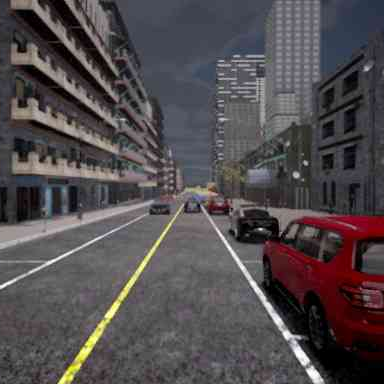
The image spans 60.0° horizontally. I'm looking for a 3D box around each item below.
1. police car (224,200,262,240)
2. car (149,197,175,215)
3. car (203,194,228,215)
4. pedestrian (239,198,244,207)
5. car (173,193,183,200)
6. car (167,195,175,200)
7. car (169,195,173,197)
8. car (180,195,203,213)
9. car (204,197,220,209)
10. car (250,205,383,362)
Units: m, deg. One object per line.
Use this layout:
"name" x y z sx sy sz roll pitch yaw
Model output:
"police car" 2.996 1.415 17.105 1.930 1.638 5.238 0 0 0
"car" -3.103 1.541 33.133 1.994 1.385 4.181 0 0 0
"car" 2.631 1.292 33.830 2.192 1.841 5.009 -1 0 0
"pedestrian" 2.995 1.282 20.098 0.375 1.860 0.375 -1 1 0
"car" -3.018 1.085 74.631 2.097 1.767 4.553 0 0 0
"car" -5.724 1.490 89.583 1.802 1.307 4.206 -1 0 0
"car" -5.720 1.478 72.842 1.887 1.381 4.507 -1 0 0
"car" 0.056 1.466 37.283 2.128 1.511 4.902 0 0 0
"car" 2.656 1.492 45.160 1.752 1.417 4.829 -1 0 0
"car" 2.638 1.312 5.931 2.192 1.841 5.009 -1 0 0
